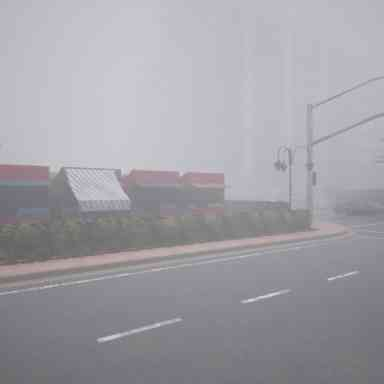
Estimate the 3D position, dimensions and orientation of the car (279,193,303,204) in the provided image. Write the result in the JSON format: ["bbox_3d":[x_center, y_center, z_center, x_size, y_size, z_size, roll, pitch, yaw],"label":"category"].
[{"bbox_3d":[16.573,1.113,57.383,1.905,1.878,3.866,0,0,-36],"label":"car"}]

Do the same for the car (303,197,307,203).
[{"bbox_3d":[18.964,1.113,59.095,1.905,1.878,3.866,0,0,-36],"label":"car"}]

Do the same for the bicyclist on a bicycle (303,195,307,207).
[{"bbox_3d":[15.497,1.245,44.900,1.656,1.620,0.582,0,0,-36],"label":"bicyclist on a bicycle"}]

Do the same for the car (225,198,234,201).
[{"bbox_3d":[4.636,1.470,39.469,1.812,1.442,4.674,0,0,-36],"label":"car"}]

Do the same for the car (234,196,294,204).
[{"bbox_3d":[6.529,1.422,30.892,1.882,1.535,5.008,0,0,-36],"label":"car"}]

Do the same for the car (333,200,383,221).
[{"bbox_3d":[13.973,1.438,26.847,2.128,1.511,4.902,0,0,-39],"label":"car"}]
